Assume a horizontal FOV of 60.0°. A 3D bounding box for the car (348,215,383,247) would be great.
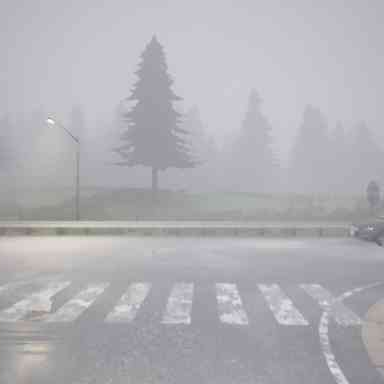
[{"bbox_3d":[9.260,1.482,14.101,4.902,1.511,2.128,0,0,1],"label":"car"}]
